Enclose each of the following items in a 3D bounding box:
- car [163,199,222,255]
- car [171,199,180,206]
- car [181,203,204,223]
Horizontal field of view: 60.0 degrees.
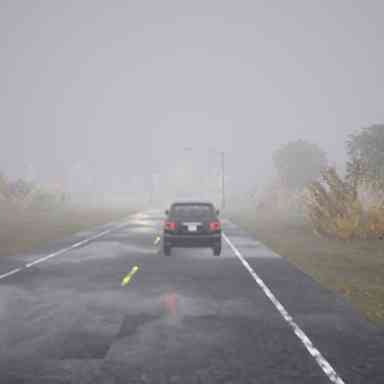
[{"bbox_3d":[0.015,1.352,14.001,2.150,2.045,5.566,0,0,0],"label":"car"},{"bbox_3d":[-3.496,2.216,71.001,1.837,1.490,4.892,0,-1,0],"label":"car"},{"bbox_3d":[0.032,1.794,29.287,1.837,1.490,4.892,0,0,0],"label":"car"}]
